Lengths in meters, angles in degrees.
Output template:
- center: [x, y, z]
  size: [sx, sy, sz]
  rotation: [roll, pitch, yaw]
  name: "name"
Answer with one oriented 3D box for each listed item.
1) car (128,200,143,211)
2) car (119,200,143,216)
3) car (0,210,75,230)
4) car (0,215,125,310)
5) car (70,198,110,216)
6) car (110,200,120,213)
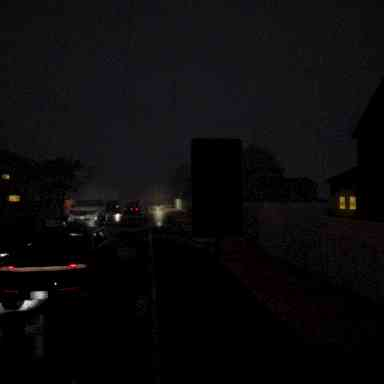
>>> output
- center: [-8.175, 1.946, 48.640]
  size: [1.882, 1.535, 5.008]
  rotation: [-1, 0, -7]
  name: "car"
- center: [-6.782, 1.914, 38.211]
  size: [2.033, 1.411, 5.357]
  rotation: [-1, 0, -7]
  name: "car"
- center: [-6.494, 1.704, 13.493]
  size: [2.033, 1.411, 5.357]
  rotation: [-1, -1, -7]
  name: "car"
- center: [-2.921, 1.567, 8.083]
  size: [2.128, 1.511, 4.902]
  rotation: [-1, 0, -7]
  name: "car"
- center: [-8.161, 1.502, 26.317]
  size: [2.150, 2.045, 5.566]
  rotation: [-1, 0, -7]
  name: "car"
- center: [-10.165, 1.787, 42.539]
  size: [2.097, 1.767, 4.553]
  rotation: [-1, 0, -7]
  name: "car"
